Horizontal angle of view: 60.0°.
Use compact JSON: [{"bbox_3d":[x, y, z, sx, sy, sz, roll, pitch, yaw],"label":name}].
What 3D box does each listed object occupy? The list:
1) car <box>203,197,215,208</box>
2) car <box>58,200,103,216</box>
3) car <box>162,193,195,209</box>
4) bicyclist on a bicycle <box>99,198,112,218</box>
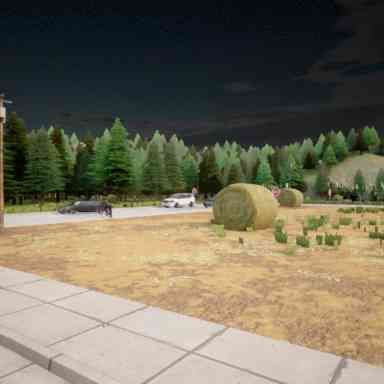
[{"bbox_3d":[3.530,1.518,47.769,2.128,1.511,4.902,0,0,37],"label":"car"},{"bbox_3d":[-11.263,1.552,33.851,1.812,1.442,4.674,0,0,36],"label":"car"},{"bbox_3d":[-1.834,1.239,46.591,2.150,2.045,5.566,0,1,37],"label":"car"},{"bbox_3d":[-7.010,1.327,27.018,1.656,1.620,0.582,0,0,36],"label":"bicyclist on a bicycle"}]
